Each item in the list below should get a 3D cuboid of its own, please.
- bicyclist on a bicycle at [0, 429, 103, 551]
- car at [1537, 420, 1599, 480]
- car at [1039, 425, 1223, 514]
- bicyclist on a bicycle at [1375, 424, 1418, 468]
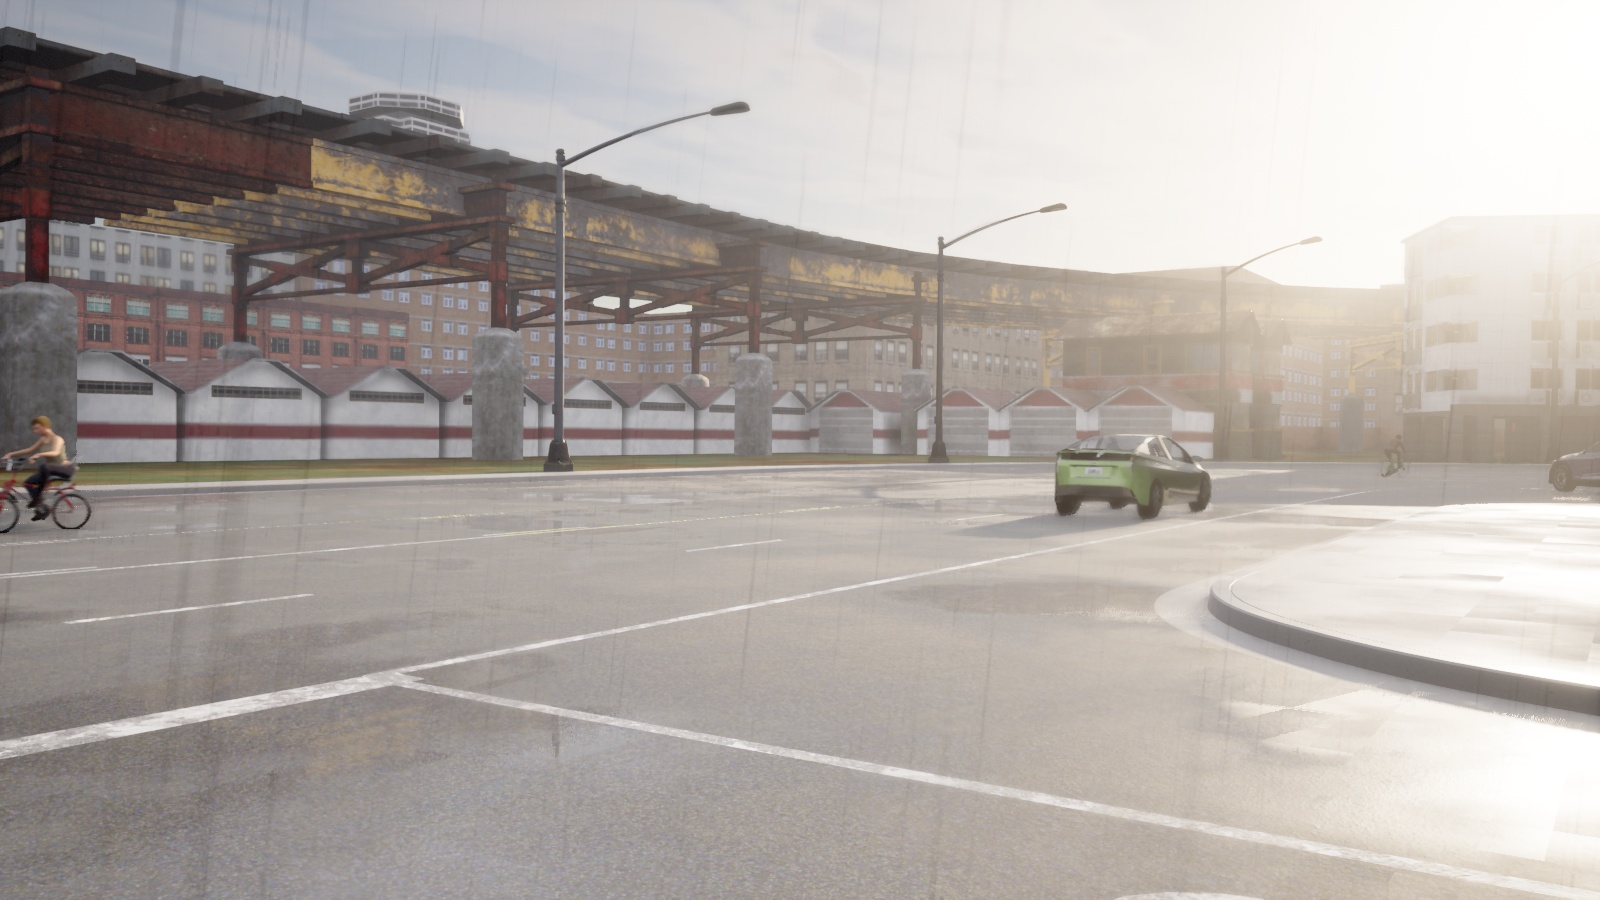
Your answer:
[{"bbox_3d":[-10.627,0.527,17.340,0.866,1.612,1.509,0,1,34],"label":"bicyclist on a bicycle"},{"bbox_3d":[22.718,-0.013,34.354,2.033,1.649,4.856,-1,1,-3],"label":"car"},{"bbox_3d":[6.403,0.294,23.912,2.007,1.525,4.514,0,1,34],"label":"car"},{"bbox_3d":[22.234,-0.156,46.774,1.656,1.620,0.582,-1,1,-29],"label":"bicyclist on a bicycle"}]
